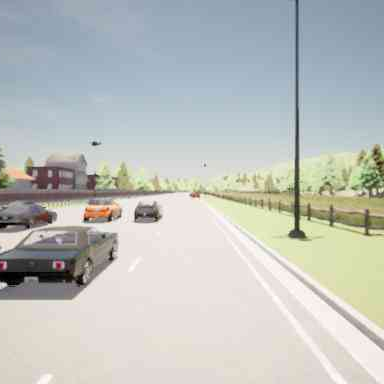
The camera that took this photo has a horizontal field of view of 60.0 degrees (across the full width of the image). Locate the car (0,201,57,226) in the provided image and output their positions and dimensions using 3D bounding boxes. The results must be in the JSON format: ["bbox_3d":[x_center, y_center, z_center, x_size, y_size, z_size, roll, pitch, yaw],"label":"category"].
[{"bbox_3d":[-10.404,1.495,21.059,2.033,1.411,5.357,0,0,0],"label":"car"}]

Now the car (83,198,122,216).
[{"bbox_3d":[-6.905,1.286,26.214,2.097,1.767,4.553,0,0,0],"label":"car"}]

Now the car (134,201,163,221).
[{"bbox_3d":[-3.405,1.425,26.491,2.128,1.511,4.902,0,0,0],"label":"car"}]

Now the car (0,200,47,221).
[{"bbox_3d":[-13.905,1.457,27.497,1.812,1.442,4.674,0,0,0],"label":"car"}]

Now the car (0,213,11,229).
[{"bbox_3d":[-6.902,1.504,8.549,1.812,1.442,4.674,0,0,0],"label":"car"}]

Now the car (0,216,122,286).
[{"bbox_3d":[-3.402,1.577,9.278,1.895,1.301,4.718,0,0,0],"label":"car"}]
